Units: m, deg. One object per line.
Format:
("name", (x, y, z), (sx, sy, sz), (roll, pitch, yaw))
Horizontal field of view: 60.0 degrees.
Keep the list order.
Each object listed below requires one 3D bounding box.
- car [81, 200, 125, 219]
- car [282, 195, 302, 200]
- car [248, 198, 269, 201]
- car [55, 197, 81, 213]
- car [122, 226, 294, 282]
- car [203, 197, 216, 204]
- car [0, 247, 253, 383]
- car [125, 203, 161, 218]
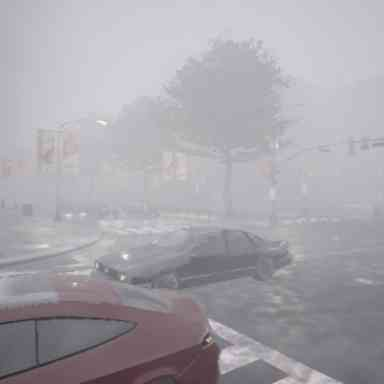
("car", (-8.254, 1.718, 30.569), (1.895, 1.301, 4.718), (1, 0, -36))
("car", (27.419, 1.849, 91.413), (2.435, 2.045, 5.566), (1, 0, -36))
("car", (13.748, 1.857, 65.971), (2.002, 1.452, 4.674), (1, 0, -36))
("car", (-14.147, 1.620, 38.796), (1.837, 1.490, 4.892), (1, 0, -35))
("car", (0.303, 1.602, 8.508), (5.357, 1.411, 2.033), (1, 0, -35))
("car", (3.265, 1.903, 73.445), (2.161, 1.482, 4.786), (1, 0, -36))
("car", (-1.857, 1.525, 2.670), (4.674, 1.442, 1.812), (1, 0, -36))
("car", (-4.795, 1.756, 31.754), (1.895, 1.301, 4.718), (1, 0, -36))
